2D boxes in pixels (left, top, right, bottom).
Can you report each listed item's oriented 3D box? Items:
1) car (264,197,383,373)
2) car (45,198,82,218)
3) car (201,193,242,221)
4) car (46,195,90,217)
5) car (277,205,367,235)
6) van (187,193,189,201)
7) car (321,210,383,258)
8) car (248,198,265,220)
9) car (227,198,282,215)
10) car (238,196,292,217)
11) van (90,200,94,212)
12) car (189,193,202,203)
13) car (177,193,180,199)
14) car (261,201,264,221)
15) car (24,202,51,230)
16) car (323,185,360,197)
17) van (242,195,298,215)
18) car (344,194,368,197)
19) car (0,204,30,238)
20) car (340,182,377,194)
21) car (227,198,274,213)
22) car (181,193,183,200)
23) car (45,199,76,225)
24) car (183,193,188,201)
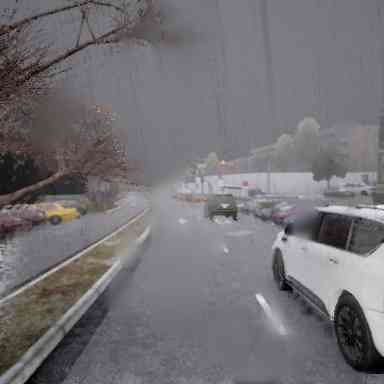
[{"bbox_3d":[3.032,1.214,5.771,2.150,2.045,5.566,0,0,-1],"label":"car"},{"bbox_3d":[-11.421,1.494,25.239,5.366,1.575,1.946,-1,0,-23],"label":"car"},{"bbox_3d":[2.272,1.194,27.199,2.150,2.045,5.566,0,0,-3],"label":"car"},{"bbox_3d":[-11.393,1.367,28.280,4.553,1.767,2.185,-1,0,-23],"label":"car"},{"bbox_3d":[7.375,1.497,18.897,4.674,1.452,2.002,1,0,-23],"label":"car"},{"bbox_3d":[1.832,1.373,77.531,4.442,1.987,1.878,0,0,-29],"label":"van"},{"bbox_3d":[7.571,1.503,12.862,4.674,1.452,2.002,1,0,-22],"label":"car"},{"bbox_3d":[7.107,1.451,24.934,4.892,1.521,2.231,1,0,-23],"label":"car"},{"bbox_3d":[6.384,1.435,33.902,5.366,1.575,1.946,1,0,-24],"label":"car"},{"bbox_3d":[6.785,1.318,30.976,4.553,1.767,2.185,1,0,-24],"label":"car"},{"bbox_3d":[-11.512,1.264,31.272,4.442,1.987,1.878,-1,0,-24],"label":"van"},{"bbox_3d":[2.355,1.481,74.599,4.553,1.767,2.185,0,0,-29],"label":"car"},{"bbox_3d":[-0.473,1.313,92.442,5.566,2.045,2.435,0,0,-30],"label":"car"},{"bbox_3d":[7.240,1.493,21.918,4.674,1.452,2.002,1,0,-23],"label":"car"},{"bbox_3d":[-10.953,1.537,19.396,4.674,1.452,2.002,-1,0,-22],"label":"car"},{"bbox_3d":[21.473,0.151,48.756,2.002,1.452,4.674,-7,4,-29],"label":"car"},{"bbox_3d":[6.834,1.219,27.901,4.442,1.987,1.878,1,0,-24],"label":"van"},{"bbox_3d":[7.628,1.215,9.823,5.566,2.045,2.435,1,0,-22],"label":"car"},{"bbox_3d":[-10.829,1.539,16.438,4.674,1.452,2.002,-1,0,-22],"label":"car"},{"bbox_3d":[24.432,-0.429,49.196,2.435,2.045,5.566,-7,4,-29],"label":"car"},{"bbox_3d":[6.520,1.472,36.960,4.792,1.488,2.163,1,0,-25],"label":"car"},{"bbox_3d":[1.003,1.333,83.550,5.566,2.045,2.435,0,0,-29],"label":"car"},{"bbox_3d":[-10.926,1.490,22.431,5.366,1.575,1.946,-1,0,-23],"label":"car"},{"bbox_3d":[1.439,1.340,80.544,5.566,2.045,2.435,1,0,-29],"label":"car"}]
